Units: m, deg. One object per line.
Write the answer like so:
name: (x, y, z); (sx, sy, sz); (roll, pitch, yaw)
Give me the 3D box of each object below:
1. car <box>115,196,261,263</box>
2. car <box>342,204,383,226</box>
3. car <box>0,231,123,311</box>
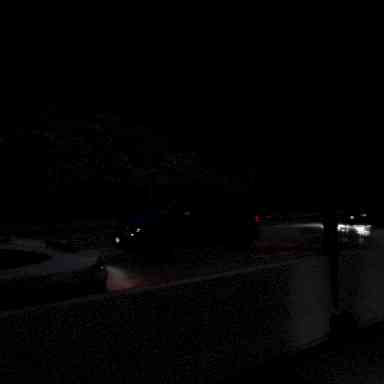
car: (-0.026, 1.192, 12.119); (5.566, 2.045, 2.150); (0, 0, -31)
car: (12.488, 1.533, 23.302); (4.181, 1.385, 1.994); (0, 0, -29)
car: (-3.745, 1.505, 5.470); (4.674, 1.442, 1.812); (0, 0, -35)
